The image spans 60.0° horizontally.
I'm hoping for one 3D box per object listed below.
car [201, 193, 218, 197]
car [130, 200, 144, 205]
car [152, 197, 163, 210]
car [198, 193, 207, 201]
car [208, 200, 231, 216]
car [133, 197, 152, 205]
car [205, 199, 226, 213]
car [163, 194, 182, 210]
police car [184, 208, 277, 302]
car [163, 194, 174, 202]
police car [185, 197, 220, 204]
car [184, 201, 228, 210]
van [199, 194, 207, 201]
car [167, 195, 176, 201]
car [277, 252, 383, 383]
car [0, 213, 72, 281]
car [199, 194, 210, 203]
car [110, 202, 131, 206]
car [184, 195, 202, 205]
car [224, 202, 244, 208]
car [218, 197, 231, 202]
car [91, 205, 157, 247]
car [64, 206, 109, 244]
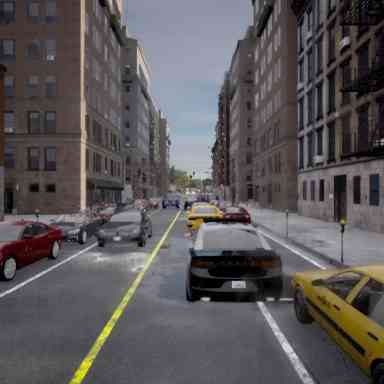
[{"bbox_3d":[2.634,1.308,43.914,2.192,1.841,5.009,0,0,0],"label":"car"},{"bbox_3d":[-5.390,1.563,26.867,1.947,1.339,4.313,0,0,0],"label":"car"},{"bbox_3d":[-5.391,1.433,43.913,1.967,1.590,4.097,0,0,0],"label":"car"},{"bbox_3d":[2.683,1.296,87.482,2.192,1.841,5.009,0,0,0],"label":"car"},{"bbox_3d":[2.635,1.540,32.550,1.887,1.381,4.507,0,0,0],"label":"car"},{"bbox_3d":[-5.390,1.436,32.549,1.967,1.590,4.097,0,0,0],"label":"car"},{"bbox_3d":[2.635,1.545,38.232,2.008,1.369,4.403,0,0,0],"label":"car"},{"bbox_3d":[-2.753,1.216,44.189,2.150,2.045,5.566,0,0,0],"label":"car"},{"bbox_3d":[0.823,1.425,8.435,1.930,1.638,5.238,0,0,0],"label":"police car"},{"bbox_3d":[-5.422,1.300,76.473,2.192,1.841,5.009,0,0,0],"label":"car"},{"bbox_3d":[0.707,1.422,24.407,1.930,1.638,5.238,0,0,-2],"label":"police car"},{"bbox_3d":[0.716,1.480,18.353,1.882,1.535,5.008,0,0,2],"label":"car"},{"bbox_3d":[2.688,1.324,81.978,1.690,1.788,3.998,0,0,0],"label":"van"},{"bbox_3d":[-5.418,1.532,87.480,2.008,1.369,4.403,0,0,0],"label":"car"},{"bbox_3d":[2.635,1.525,4.308,1.752,1.417,4.829,0,0,0],"label":"car"},{"bbox_3d":[-5.390,1.544,9.820,1.887,1.381,4.507,0,0,0],"label":"car"},{"bbox_3d":[2.697,1.301,70.970,2.192,1.841,5.009,0,0,0],"label":"car"},{"bbox_3d":[-5.390,1.542,21.185,1.887,1.381,4.507,0,0,0],"label":"car"},{"bbox_3d":[0.009,1.471,42.463,1.882,1.535,5.008,0,0,0],"label":"car"},{"bbox_3d":[2.635,1.542,21.185,1.887,1.381,4.507,0,0,0],"label":"car"},{"bbox_3d":[2.635,1.437,26.868,1.967,1.590,4.097,0,0,0],"label":"car"},{"bbox_3d":[-2.853,1.524,15.055,1.812,1.442,4.674,0,0,0],"label":"car"},{"bbox_3d":[-5.390,1.549,15.502,2.008,1.369,4.403,0,0,0],"label":"car"}]
